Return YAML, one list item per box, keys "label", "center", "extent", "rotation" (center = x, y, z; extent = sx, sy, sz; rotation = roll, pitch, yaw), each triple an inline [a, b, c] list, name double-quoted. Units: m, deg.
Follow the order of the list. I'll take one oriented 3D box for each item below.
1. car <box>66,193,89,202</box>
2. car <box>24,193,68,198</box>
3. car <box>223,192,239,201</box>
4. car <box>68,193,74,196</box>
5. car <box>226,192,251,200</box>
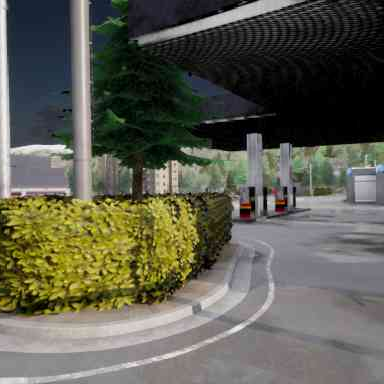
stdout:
- label: "car"
  center: [-22.897, 1.103, 66.486]
  extent: [4.605, 1.855, 1.932]
  rotation: [-1, 1, 35]
- label: "car"
  center: [-14.773, 1.183, 33.589]
  extent: [3.866, 1.878, 1.905]
  rotation: [-1, 1, 35]
- label: "car"
  center: [7.434, 0.850, 63.913]
  extent: [5.027, 1.636, 2.152]
  rotation: [-1, 1, 35]
- label: "car"
  center: [-24.243, 1.124, 63.877]
  extent: [3.866, 1.878, 1.905]
  rotation: [-1, 1, 35]
- label: "car"
  center: [9.206, 0.812, 66.502]
  extent: [4.514, 1.523, 2.007]
  rotation: [-1, 1, 35]
